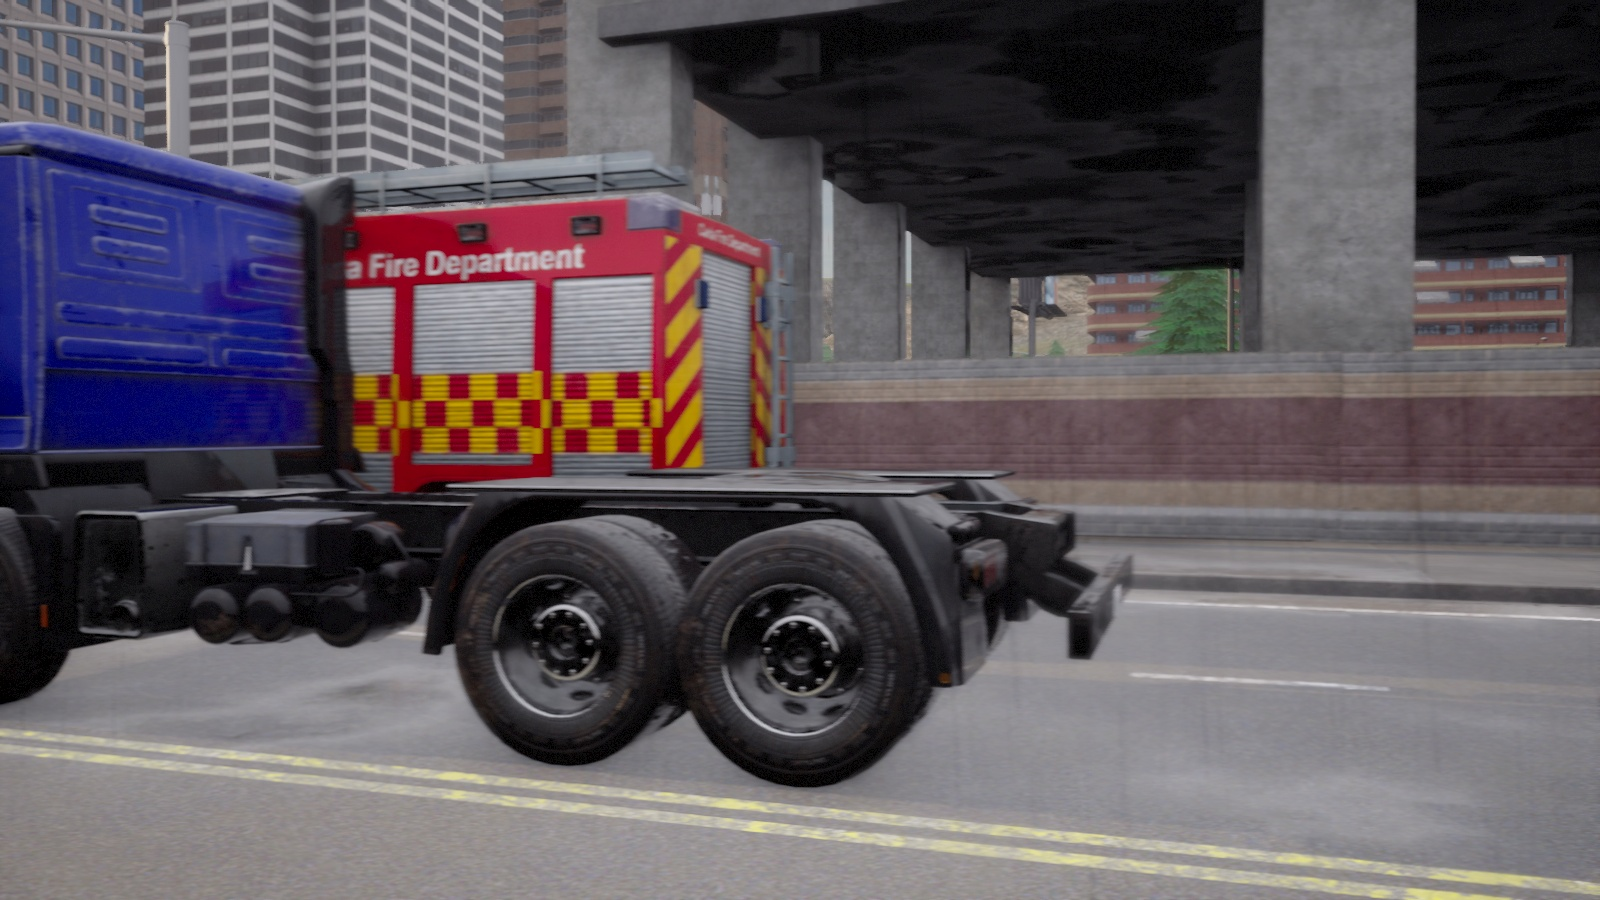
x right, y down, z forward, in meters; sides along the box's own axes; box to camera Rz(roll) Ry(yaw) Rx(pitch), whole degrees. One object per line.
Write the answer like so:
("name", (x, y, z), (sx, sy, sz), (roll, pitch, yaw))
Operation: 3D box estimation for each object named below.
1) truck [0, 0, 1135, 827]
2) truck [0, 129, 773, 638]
("truck", (-2.179, -0.285, 7.603), (7.936, 3.462, 2.891), (1, 1, 19))
("truck", (-4.743, -0.551, 12.150), (8.468, 3.827, 2.891), (1, 1, 19))
